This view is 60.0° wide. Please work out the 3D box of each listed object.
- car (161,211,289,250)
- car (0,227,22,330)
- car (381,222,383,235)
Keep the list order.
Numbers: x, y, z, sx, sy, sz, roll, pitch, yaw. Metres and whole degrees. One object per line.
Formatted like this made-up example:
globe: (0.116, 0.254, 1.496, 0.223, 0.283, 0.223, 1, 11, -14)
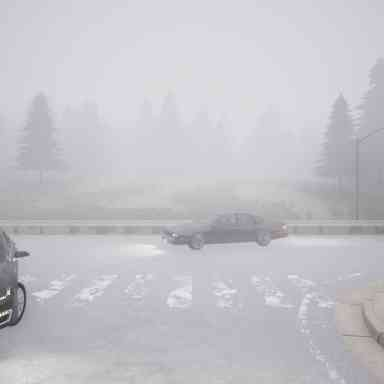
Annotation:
car: (1.458, 1.547, 14.191, 5.357, 1.411, 2.033, 0, 0, -20)
car: (-4.457, 1.505, 6.550, 1.837, 1.490, 4.892, 0, 0, -28)
car: (11.237, 1.491, 15.070, 4.902, 1.511, 2.128, 0, 0, 0)
